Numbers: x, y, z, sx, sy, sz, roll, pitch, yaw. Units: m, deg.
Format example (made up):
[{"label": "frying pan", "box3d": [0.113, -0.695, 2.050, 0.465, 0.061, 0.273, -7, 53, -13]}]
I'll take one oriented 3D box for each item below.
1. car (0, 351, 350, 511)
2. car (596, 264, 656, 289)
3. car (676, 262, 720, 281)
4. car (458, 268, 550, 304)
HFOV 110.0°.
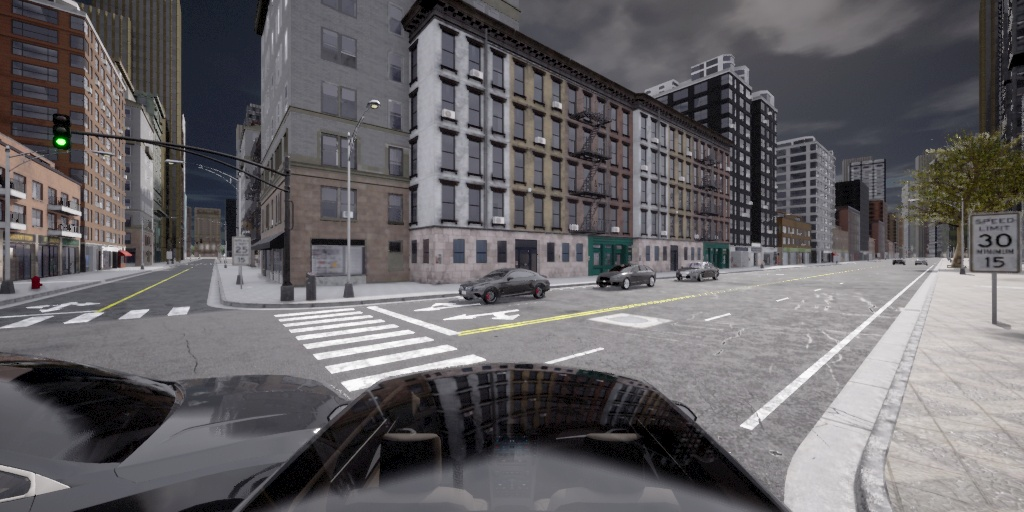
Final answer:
[{"label": "car", "box3d": [-3.242, 1.257, 1.617, 4.892, 1.490, 1.837, 0, 0, -35]}, {"label": "car", "box3d": [7.379, 1.256, 22.941, 4.892, 1.490, 1.837, 0, 0, -40]}, {"label": "car", "box3d": [15.311, 1.233, 29.507, 4.902, 1.511, 2.128, 0, 0, -40]}, {"label": "car", "box3d": [-0.237, 1.285, 16.625, 4.674, 1.442, 1.812, 0, 0, -40]}]
